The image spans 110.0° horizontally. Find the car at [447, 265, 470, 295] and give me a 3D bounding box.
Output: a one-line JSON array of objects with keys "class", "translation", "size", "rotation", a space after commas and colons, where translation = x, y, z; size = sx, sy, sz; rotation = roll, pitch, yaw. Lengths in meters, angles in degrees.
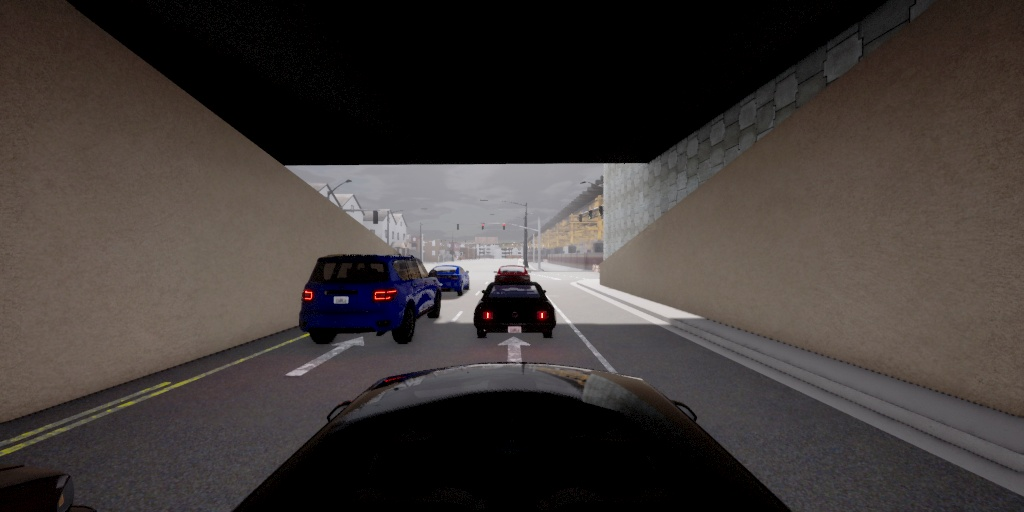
[{"class": "car", "translation": [-3.485, 1.228, 19.788], "size": [1.882, 1.535, 5.008], "rotation": [0, 0, 0]}]

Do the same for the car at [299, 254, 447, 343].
[{"class": "car", "translation": [-3.437, 0.971, 9.851], "size": [2.150, 2.045, 5.566], "rotation": [0, 0, 0]}]

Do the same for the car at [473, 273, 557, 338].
[{"class": "car", "translation": [0.058, 1.351, 10.200], "size": [1.895, 1.301, 4.718], "rotation": [0, 0, 0]}]

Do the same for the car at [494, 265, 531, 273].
[{"class": "car", "translation": [0.016, 1.228, 19.537], "size": [1.882, 1.535, 5.008], "rotation": [0, 0, 0]}]
